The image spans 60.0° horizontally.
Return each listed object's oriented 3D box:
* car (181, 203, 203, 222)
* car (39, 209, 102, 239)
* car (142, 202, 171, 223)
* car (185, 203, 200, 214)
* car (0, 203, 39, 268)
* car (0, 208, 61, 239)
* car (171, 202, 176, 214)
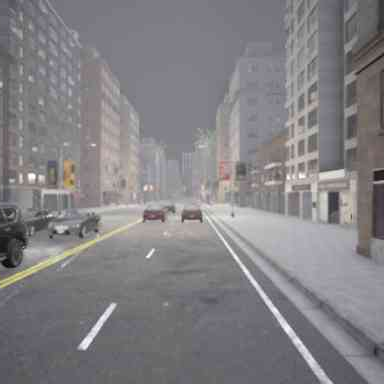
[{"bbox_3d":[0.005,1.888,30.337,1.882,1.535,5.008,0,-1,0],"label":"car"},{"bbox_3d":[-6.597,1.749,19.172,2.128,1.511,4.902,0,-1,0],"label":"car"},{"bbox_3d":[-3.249,1.883,30.017,1.882,1.535,5.008,0,-1,0],"label":"car"},{"bbox_3d":[0.043,2.183,45.357,1.994,1.385,4.181,0,-1,0],"label":"car"},{"bbox_3d":[-6.592,1.343,9.021,2.150,2.045,5.566,0,-1,0],"label":"car"},{"bbox_3d":[-9.845,1.776,20.134,1.837,1.490,4.892,0,-1,0],"label":"car"},{"bbox_3d":[-3.208,2.097,45.360,1.882,1.535,5.008,0,-1,1],"label":"car"}]
